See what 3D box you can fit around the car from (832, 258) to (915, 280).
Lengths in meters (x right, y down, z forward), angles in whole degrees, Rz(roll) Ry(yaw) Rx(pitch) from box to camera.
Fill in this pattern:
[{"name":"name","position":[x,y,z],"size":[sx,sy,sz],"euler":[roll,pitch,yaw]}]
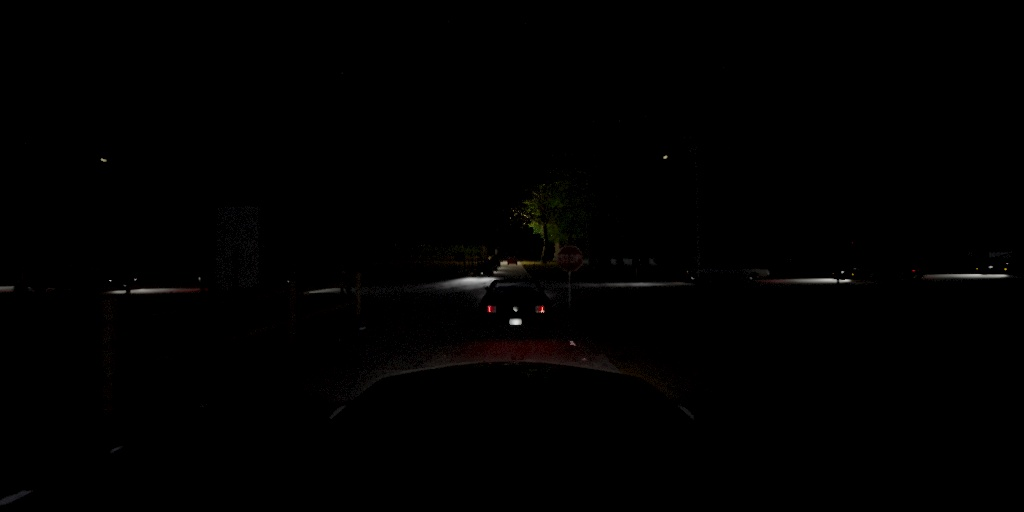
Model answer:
[{"name":"car","position":[24.131,0.831,24.037],"size":[4.181,1.385,1.994],"euler":[-2,-1,0]}]

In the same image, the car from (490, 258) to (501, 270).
[{"name":"car","position":[-2.852,1.199,47.113],"size":[2.033,1.411,5.357],"euler":[0,0,0]}]

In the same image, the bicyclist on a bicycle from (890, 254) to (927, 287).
[{"name":"bicyclist on a bicycle","position":[19.892,0.748,18.043],"size":[0.582,1.620,1.656],"euler":[-1,-1,0]}]

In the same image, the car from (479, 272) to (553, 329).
[{"name":"car","position":[0.097,1.352,11.145],"size":[1.895,1.301,4.718],"euler":[0,0,0]}]

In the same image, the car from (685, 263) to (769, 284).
[{"name":"car","position":[14.242,1.125,24.008],"size":[4.718,1.301,1.895],"euler":[-1,-1,0]}]

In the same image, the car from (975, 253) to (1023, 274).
[{"name":"car","position":[34.075,0.481,24.075],"size":[4.181,1.385,1.994],"euler":[-2,-1,-1]}]

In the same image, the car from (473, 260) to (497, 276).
[{"name":"car","position":[-2.855,1.316,36.285],"size":[1.895,1.301,4.718],"euler":[0,0,0]}]

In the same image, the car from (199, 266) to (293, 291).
[{"name":"car","position":[-15.374,1.254,20.925],"size":[4.892,1.490,1.837],"euler":[0,-1,1]}]

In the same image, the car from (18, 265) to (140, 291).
[{"name":"car","position":[-25.186,1.295,20.938],"size":[5.357,1.411,2.033],"euler":[0,-1,0]}]
